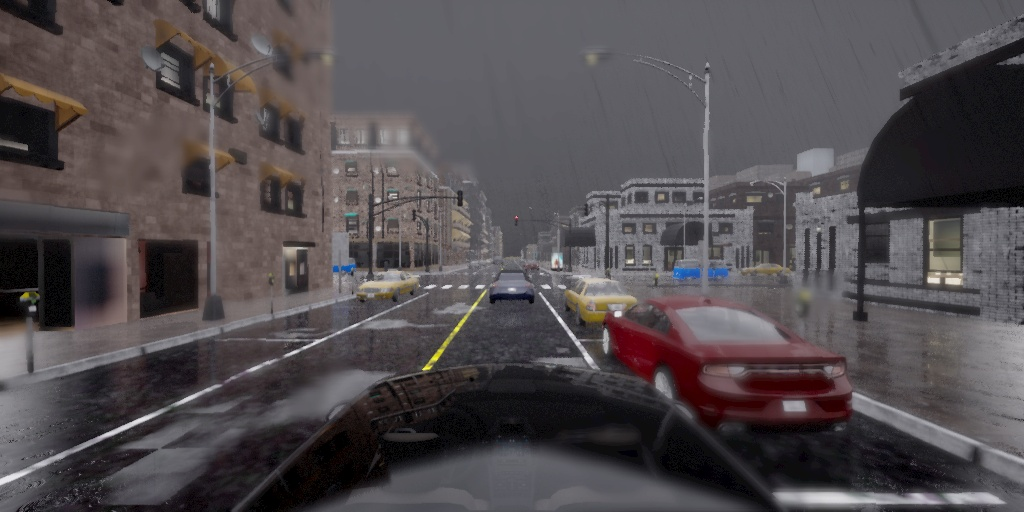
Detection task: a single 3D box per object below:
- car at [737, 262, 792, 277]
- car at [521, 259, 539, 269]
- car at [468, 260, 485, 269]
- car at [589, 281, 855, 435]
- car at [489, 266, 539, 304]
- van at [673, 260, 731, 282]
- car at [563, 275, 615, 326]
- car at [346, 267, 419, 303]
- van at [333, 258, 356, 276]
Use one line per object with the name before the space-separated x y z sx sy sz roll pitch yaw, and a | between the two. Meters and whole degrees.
car | 25.485 1.316 36.253 4.829 1.417 1.751 0 0 0
car | 2.690 1.207 49.493 1.967 1.591 4.097 0 0 0
car | -5.690 1.325 55.178 2.007 1.370 4.403 0 0 0
car | 2.690 1.292 5.628 1.888 1.381 4.507 0 0 0
car | 0.000 1.323 16.501 1.994 1.385 4.181 0 0 0
van | 14.656 1.160 27.792 3.998 1.789 1.690 0 0 0
car | 2.690 1.273 11.495 1.751 1.417 4.829 0 0 0
car | -5.691 1.275 16.856 1.751 1.417 4.829 0 0 0
van | -17.765 1.036 35.932 3.998 1.789 1.690 0 0 0
